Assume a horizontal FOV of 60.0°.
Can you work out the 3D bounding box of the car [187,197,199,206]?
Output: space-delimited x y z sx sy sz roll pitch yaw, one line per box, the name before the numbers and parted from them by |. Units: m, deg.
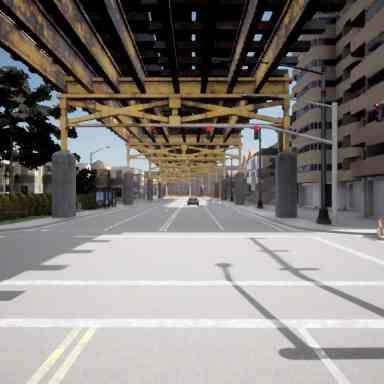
car | 0.188 1.564 56.209 1.994 1.385 4.181 0 0 0
